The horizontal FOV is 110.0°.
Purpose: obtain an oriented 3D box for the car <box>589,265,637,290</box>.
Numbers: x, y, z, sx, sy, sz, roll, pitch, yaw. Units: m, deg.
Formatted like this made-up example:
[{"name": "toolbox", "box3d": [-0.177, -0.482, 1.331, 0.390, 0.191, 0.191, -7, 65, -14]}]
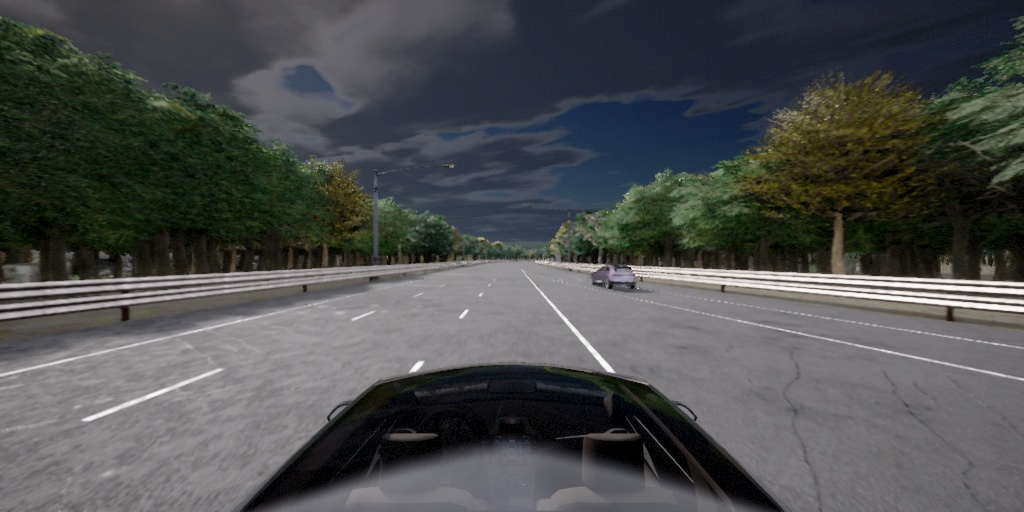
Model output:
[{"name": "car", "box3d": [7.043, 1.425, 25.387, 2.033, 1.649, 4.856, 0, 0, -8]}]
